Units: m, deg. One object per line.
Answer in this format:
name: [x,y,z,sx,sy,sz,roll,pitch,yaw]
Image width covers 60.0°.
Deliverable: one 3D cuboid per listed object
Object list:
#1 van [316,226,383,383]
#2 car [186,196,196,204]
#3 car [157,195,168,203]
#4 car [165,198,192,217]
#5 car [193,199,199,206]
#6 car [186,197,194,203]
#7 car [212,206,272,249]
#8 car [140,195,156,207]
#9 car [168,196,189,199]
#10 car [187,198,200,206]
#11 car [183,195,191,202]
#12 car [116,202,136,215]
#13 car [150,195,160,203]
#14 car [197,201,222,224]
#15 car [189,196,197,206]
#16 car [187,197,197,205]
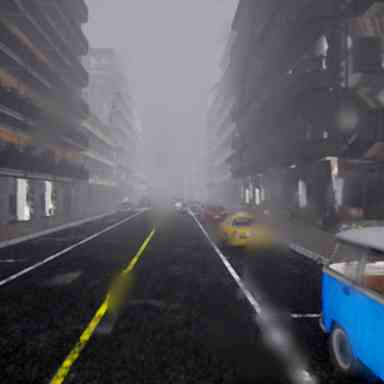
van: [2.609,1.330,3.021,1.690,1.788,3.998,0,0,-2]
car: [-0.246,1.719,70.903,1.967,1.590,4.097,0,0,-2]
car: [-6.101,1.637,74.717,2.097,1.767,4.553,0,0,-2]
car: [-1.301,1.671,33.235,2.033,1.411,5.357,0,0,-2]
car: [1.420,1.640,31.302,1.887,1.381,4.507,0,0,-2]
car: [-0.483,1.890,76.561,1.802,1.307,4.206,-1,0,-2]
car: [2.126,1.551,14.504,1.752,1.417,4.829,0,0,-2]
car: [-8.145,1.600,59.259,2.192,1.841,5.009,0,0,-2]
car: [-1.892,1.540,47.113,2.097,1.767,4.553,0,0,-2]
car: [0.231,1.776,59.590,2.008,1.369,4.403,0,0,-2]
car: [-1.329,1.744,89.455,2.097,1.767,4.553,0,0,-2]
car: [-7.192,1.763,36.628,1.802,1.307,4.206,0,0,-2]
car: [-9.097,1.717,81.886,2.192,1.841,5.009,-1,0,-2]
car: [1.658,1.615,25.646,1.887,1.381,4.507,0,0,-2]
car: [0.469,1.750,53.932,2.008,1.369,4.403,0,0,-2]
car: [-0.007,1.795,65.247,1.887,1.381,4.507,0,0,-2]
